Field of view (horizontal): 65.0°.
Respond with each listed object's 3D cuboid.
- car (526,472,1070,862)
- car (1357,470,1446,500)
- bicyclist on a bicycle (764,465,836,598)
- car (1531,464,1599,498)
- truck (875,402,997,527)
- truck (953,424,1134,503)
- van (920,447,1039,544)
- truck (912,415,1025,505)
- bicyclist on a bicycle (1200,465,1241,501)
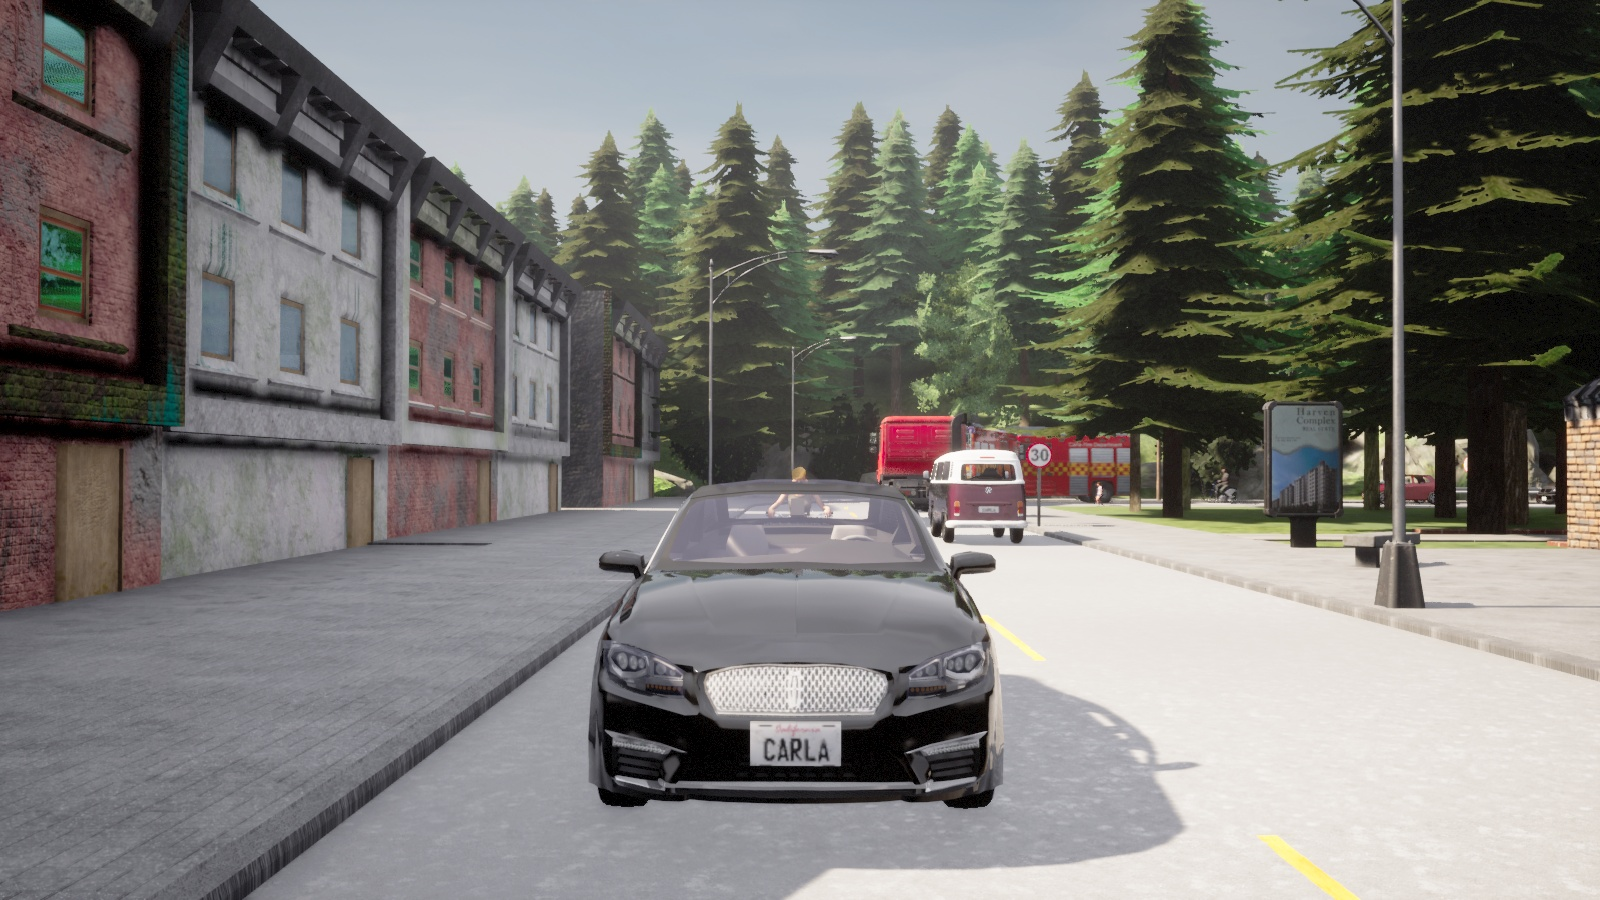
[{"bbox_3d":[-0.007,0.894,7.376,2.128,1.511,4.902,0,-1,0],"label":"car"},{"bbox_3d":[30.328,1.769,63.390,3.633,1.501,1.845,0,-1,0],"label":"car"},{"bbox_3d":[0.003,1.020,16.071,0.866,1.612,1.509,0,-2,0],"label":"bicyclist on a bicycle"},{"bbox_3d":[39.875,1.562,63.444,4.611,1.667,2.242,0,-1,0],"label":"car"},{"bbox_3d":[4.011,0.466,38.741,2.891,3.462,7.936,0,-1,0],"label":"truck"},{"bbox_3d":[12.216,0.663,63.416,8.468,3.827,2.891,0,-1,-3],"label":"truck"},{"bbox_3d":[4.006,1.003,28.737,2.069,2.038,4.480,0,-1,0],"label":"van"},{"bbox_3d":[7.885,0.562,57.782,2.891,3.827,8.468,-1,-2,24],"label":"truck"},{"bbox_3d":[21.194,1.662,63.346,1.843,1.776,0.659,0,-1,0],"label":"bicyclist on a bicycle"}]
